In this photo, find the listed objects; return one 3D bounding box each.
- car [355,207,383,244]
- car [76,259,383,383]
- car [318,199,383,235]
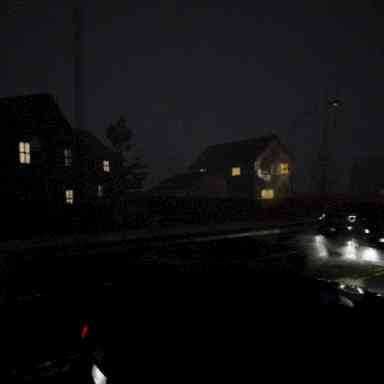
[{"bbox_3d":[9.638,1.496,14.541,5.357,1.411,2.033,0,0,-35],"label":"car"},{"bbox_3d":[0.831,1.556,4.029,4.181,1.385,1.994,0,0,-35],"label":"car"},{"bbox_3d":[8.884,1.296,17.992,4.553,1.767,2.097,0,0,-35],"label":"car"}]
